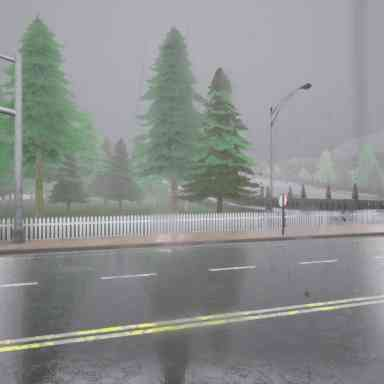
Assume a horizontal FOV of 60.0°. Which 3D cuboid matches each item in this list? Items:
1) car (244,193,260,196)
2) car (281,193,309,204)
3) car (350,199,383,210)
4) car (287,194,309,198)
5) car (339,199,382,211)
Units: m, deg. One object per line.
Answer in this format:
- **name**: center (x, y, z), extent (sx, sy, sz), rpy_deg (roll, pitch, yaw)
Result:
- **car**: center (10.881, 0.339, 59.268), extent (2.033, 1.411, 5.357), rpy_deg (0, 6, -18)
- **car**: center (16.502, 1.005, 53.633), extent (1.895, 1.301, 4.718), rpy_deg (0, 4, -19)
- **car**: center (19.017, 1.592, 35.807), extent (1.895, 1.301, 4.718), rpy_deg (0, 0, -19)
- **car**: center (15.195, 1.110, 46.724), extent (2.097, 1.767, 4.553), rpy_deg (0, 2, -19)
- **car**: center (20.814, 1.568, 41.257), extent (1.895, 1.301, 4.718), rpy_deg (0, 1, -19)
